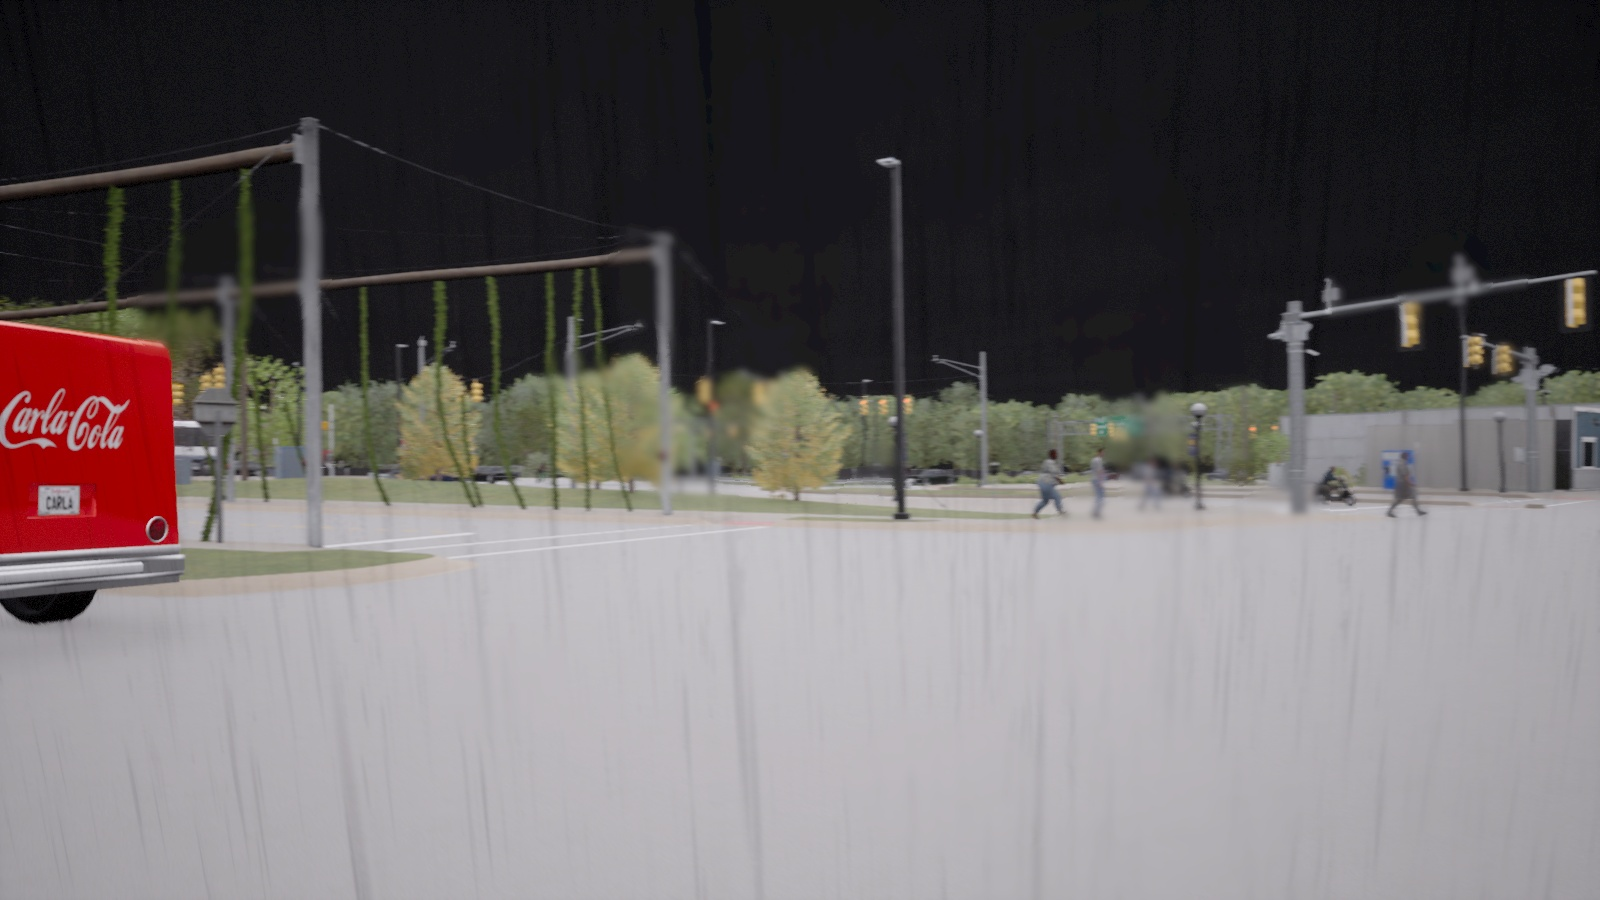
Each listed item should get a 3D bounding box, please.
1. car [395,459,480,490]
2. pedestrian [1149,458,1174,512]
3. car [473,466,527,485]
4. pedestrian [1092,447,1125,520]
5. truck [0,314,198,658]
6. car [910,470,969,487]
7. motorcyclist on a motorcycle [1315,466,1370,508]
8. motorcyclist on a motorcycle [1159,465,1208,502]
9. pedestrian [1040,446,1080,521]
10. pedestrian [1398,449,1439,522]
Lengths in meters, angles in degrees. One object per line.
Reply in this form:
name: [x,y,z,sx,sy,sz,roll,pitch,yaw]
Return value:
car: [-19.395,1.333,67.268,3.988,1.617,1.851,2,-2,-42]
pedestrian: [12.360,1.190,42.974,0.354,1.836,0.706,0,-1,-44]
car: [-21.360,1.811,89.199,1.895,1.301,4.718,1,-2,-39]
pedestrian: [7.788,0.838,31.694,0.706,1.836,0.354,-1,-1,-5]
truck: [-8.065,0.255,10.282,5.204,2.467,2.627,0,-1,17]
car: [10.962,2.257,98.626,4.718,1.301,1.895,1,-2,-42]
motorcyclist on a motorcycle: [21.509,1.456,49.802,1.817,1.590,0.866,0,0,44]
motorcyclist on a motorcycle: [16.670,1.428,54.571,1.817,1.590,0.866,-1,-1,45]
pedestrian: [6.546,0.839,31.605,0.900,1.855,0.874,-1,-1,8]
pedestrian: [16.812,0.955,34.118,0.873,1.952,0.659,-1,-1,35]
